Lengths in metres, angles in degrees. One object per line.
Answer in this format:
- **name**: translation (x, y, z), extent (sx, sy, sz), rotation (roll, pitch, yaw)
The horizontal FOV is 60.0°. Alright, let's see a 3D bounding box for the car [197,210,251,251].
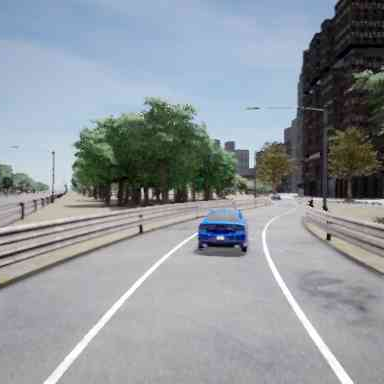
- **car**: translation (1.458, 1.500, 14.297), extent (1.882, 1.535, 5.008), rotation (0, 0, 10)

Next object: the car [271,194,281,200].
- **car**: translation (22.542, 1.329, 89.568), extent (2.097, 1.767, 4.553), rotation (0, 0, 4)
